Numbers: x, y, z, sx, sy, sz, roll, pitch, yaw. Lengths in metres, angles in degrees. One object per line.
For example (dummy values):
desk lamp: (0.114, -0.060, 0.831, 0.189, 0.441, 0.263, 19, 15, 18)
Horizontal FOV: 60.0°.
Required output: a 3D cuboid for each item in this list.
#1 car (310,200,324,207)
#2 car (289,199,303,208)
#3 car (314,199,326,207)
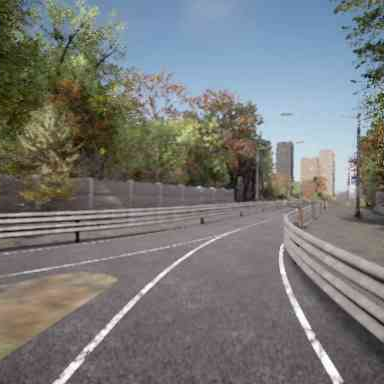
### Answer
car: (21.763, 2.118, 58.281, 2.128, 1.511, 4.902, 1, -1, 25)
car: (18.511, 2.070, 59.032, 1.837, 1.490, 4.892, 1, 0, 25)
car: (26.030, 2.236, 67.633, 2.033, 1.411, 5.357, 1, -1, 25)
